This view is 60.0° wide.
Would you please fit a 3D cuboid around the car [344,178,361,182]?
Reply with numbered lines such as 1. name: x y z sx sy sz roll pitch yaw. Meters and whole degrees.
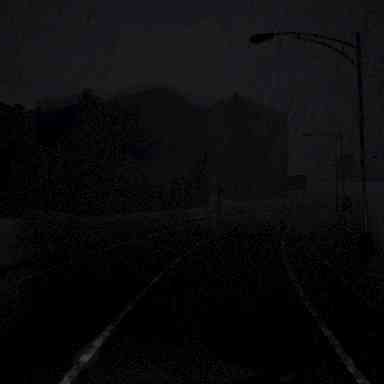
1. car: 39.901 -2.808 83.273 4.892 1.521 2.231 0 -5 0

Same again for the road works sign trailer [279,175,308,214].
1. road works sign trailer: 9.810 0.242 31.821 2.380 3.560 2.880 -4 -2 39

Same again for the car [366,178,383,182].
1. car: 45.448 -2.770 83.397 4.674 1.452 2.002 0 -5 -1

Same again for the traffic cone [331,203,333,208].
1. traffic cone: 17.687 1.715 42.185 0.340 0.580 0.340 -6 -3 38

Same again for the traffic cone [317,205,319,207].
1. traffic cone: 15.654 1.782 41.252 0.340 0.580 0.340 -4 -2 39

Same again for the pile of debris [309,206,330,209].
1. pile of debris: 14.296 1.751 37.227 1.860 0.140 1.500 -9 -9 38

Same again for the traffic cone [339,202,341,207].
1. traffic cone: 18.459 1.573 41.585 0.340 0.580 0.340 -9 -9 38

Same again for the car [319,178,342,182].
1. car: 34.381 -2.781 83.249 4.892 1.521 2.231 0 -5 0
